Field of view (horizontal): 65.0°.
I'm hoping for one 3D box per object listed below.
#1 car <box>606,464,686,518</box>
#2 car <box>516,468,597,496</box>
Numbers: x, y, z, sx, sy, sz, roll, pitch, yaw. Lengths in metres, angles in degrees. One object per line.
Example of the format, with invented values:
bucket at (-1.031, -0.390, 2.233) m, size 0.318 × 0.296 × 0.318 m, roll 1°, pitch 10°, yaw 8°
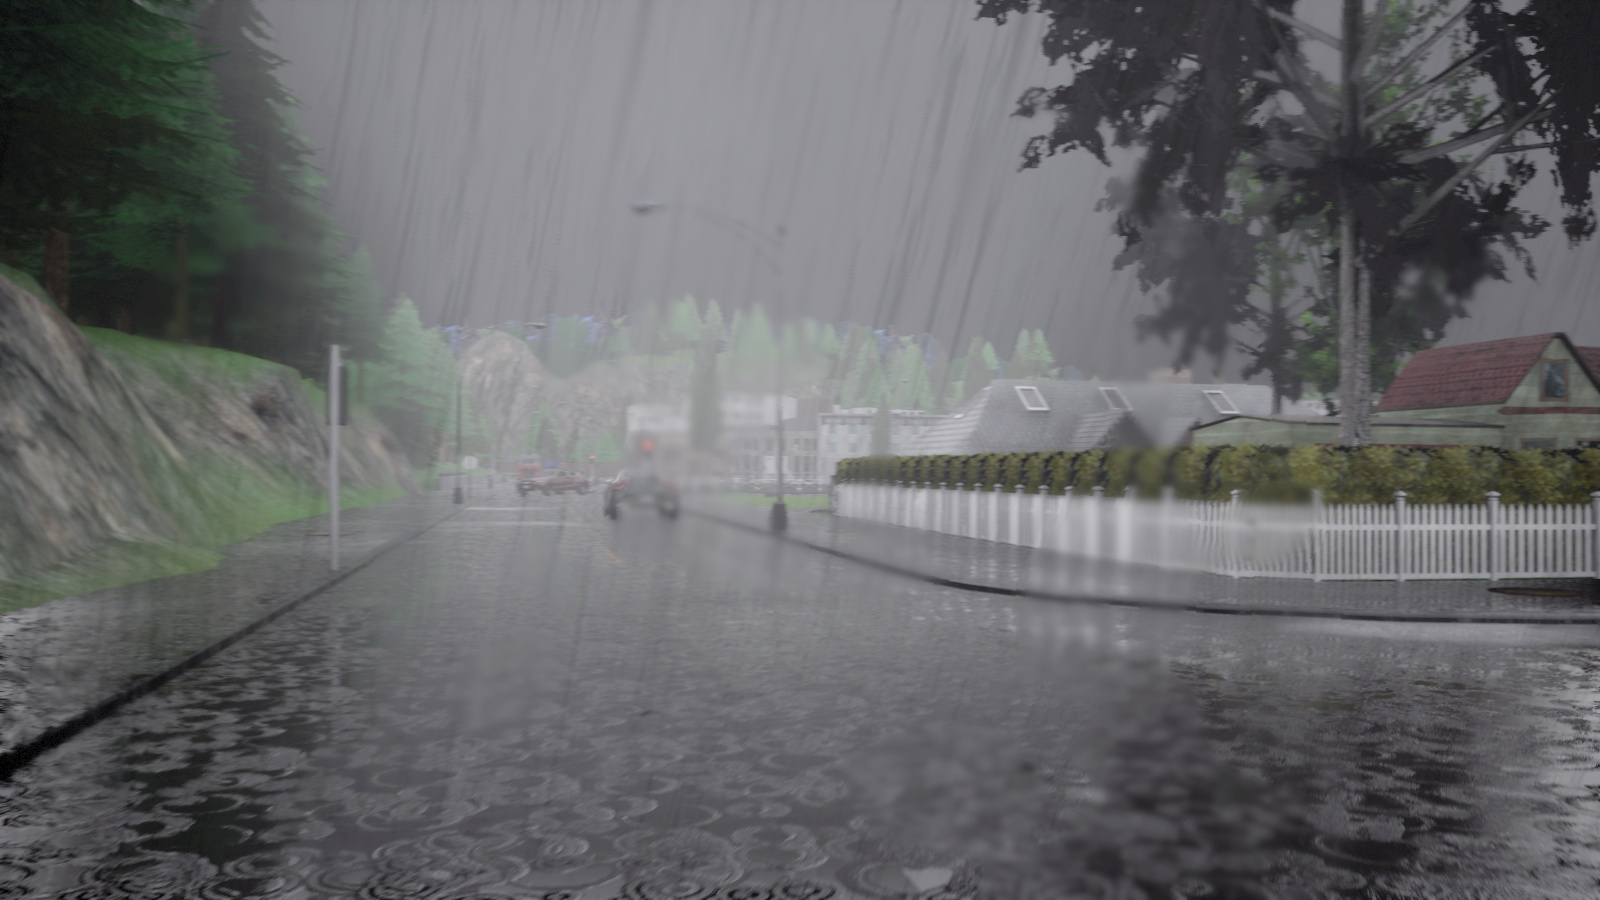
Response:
car at (-5.068, 1.289, 40.770) m, size 2.152 × 1.651 × 5.027 m, roll 0°, pitch -1°, yaw -12°
car at (-14.843, 1.914, 76.733) m, size 2.152 × 1.651 × 5.027 m, roll -1°, pitch -1°, yaw 28°
